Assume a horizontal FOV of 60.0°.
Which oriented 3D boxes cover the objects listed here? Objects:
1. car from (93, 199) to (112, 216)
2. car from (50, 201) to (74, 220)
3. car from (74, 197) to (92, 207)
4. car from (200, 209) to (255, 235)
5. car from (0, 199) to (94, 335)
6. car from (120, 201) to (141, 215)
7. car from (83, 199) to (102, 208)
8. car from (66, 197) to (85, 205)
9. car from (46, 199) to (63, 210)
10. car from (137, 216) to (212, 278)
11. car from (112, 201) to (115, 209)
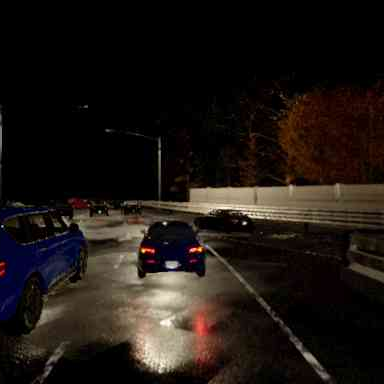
[{"bbox_3d":[-10.251,1.797,36.281,1.837,1.490,4.892,0,-1,-20],"label":"car"},{"bbox_3d":[-12.580,1.745,32.399,1.882,1.535,5.008,0,0,-18],"label":"car"},{"bbox_3d":[-21.239,1.871,64.679,2.097,1.767,4.553,0,-1,-35],"label":"car"},{"bbox_3d":[1.880,1.713,20.174,1.994,1.385,4.181,0,-1,-32],"label":"car"},{"bbox_3d":[-3.778,1.281,6.862,2.150,2.045,5.566,0,0,-5],"label":"car"},{"bbox_3d":[-6.970,1.786,37.456,2.128,1.511,4.902,0,-1,-20],"label":"car"},{"bbox_3d":[-17.924,1.972,59.527,2.128,1.511,4.902,0,-1,-31],"label":"car"},{"bbox_3d":[-24.015,1.891,68.425,1.882,1.535,5.008,0,-1,-40],"label":"car"},{"bbox_3d":[-21.726,1.939,52.513,1.837,1.490,4.892,0,-1,-30],"label":"car"},{"bbox_3d":[-0.652,1.606,10.333,1.812,1.442,4.674,0,-1,-4],"label":"car"},{"bbox_3d":[-13.395,1.918,51.694,1.837,1.490,4.892,0,-1,-28],"label":"car"}]
